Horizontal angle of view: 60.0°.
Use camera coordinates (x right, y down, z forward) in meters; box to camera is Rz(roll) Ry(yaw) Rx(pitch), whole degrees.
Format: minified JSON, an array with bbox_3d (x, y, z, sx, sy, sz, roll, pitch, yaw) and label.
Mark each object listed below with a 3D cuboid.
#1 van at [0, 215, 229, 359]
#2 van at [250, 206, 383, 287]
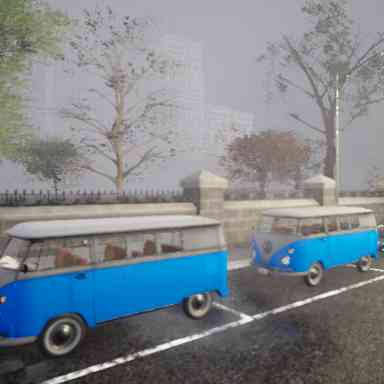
[{"bbox_3d":[-1.225,1.332,5.684,3.998,1.788,1.690,0,0,-35],"label":"van"},{"bbox_3d":[3.358,1.307,8.952,3.998,1.788,1.690,0,0,-35],"label":"van"}]
